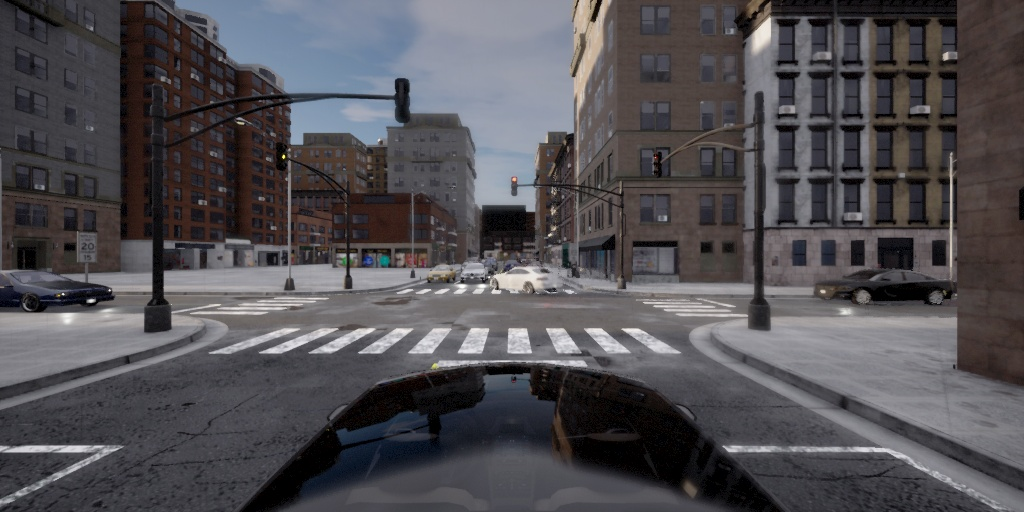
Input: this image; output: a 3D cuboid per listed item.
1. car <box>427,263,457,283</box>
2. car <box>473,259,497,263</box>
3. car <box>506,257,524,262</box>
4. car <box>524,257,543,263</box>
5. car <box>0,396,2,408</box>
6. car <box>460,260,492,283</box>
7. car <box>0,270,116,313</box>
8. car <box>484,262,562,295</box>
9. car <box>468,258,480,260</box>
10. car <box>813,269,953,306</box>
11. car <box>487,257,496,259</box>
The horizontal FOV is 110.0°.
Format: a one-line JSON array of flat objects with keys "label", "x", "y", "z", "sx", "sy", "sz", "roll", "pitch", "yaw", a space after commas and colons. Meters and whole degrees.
[{"label": "car", "x": -5.403, "y": 1.276, "z": 27.945, "sx": 1.751, "sy": 1.417, "sz": 4.829, "roll": 0, "pitch": 0, "yaw": 0}, {"label": "car", "x": -2.858, "y": 1.315, "z": 37.879, "sx": 1.994, "sy": 1.385, "sz": 4.181, "roll": 0, "pitch": 0, "yaw": 1}, {"label": "car", "x": 0.066, "y": 1.104, "z": 43.512, "sx": 2.097, "sy": 1.767, "sz": 4.553, "roll": 0, "pitch": 0, "yaw": 0}, {"label": "car", "x": 2.616, "y": 1.191, "z": 39.443, "sx": 1.967, "sy": 1.591, "sz": 4.097, "roll": 0, "pitch": 0, "yaw": 0}, {"label": "car", "x": -5.388, "y": 1.300, "z": 1.270, "sx": 2.007, "sy": 1.370, "sz": 4.403, "roll": 0, "pitch": 0, "yaw": 0}, {"label": "car", "x": -2.862, "y": 1.276, "z": 28.086, "sx": 1.812, "sy": 1.442, "sz": 4.674, "roll": 0, "pitch": 0, "yaw": 0}, {"label": "car", "x": -17.810, "y": 1.215, "z": 12.912, "sx": 5.357, "sy": 1.411, "sz": 2.033, "roll": 0, "pitch": 0, "yaw": 0}, {"label": "car", "x": 0.719, "y": 1.275, "z": 19.940, "sx": 1.812, "sy": 1.442, "sz": 4.674, "roll": -2, "pitch": 1, "yaw": -40}, {"label": "car", "x": -5.413, "y": 1.303, "z": 45.101, "sx": 2.007, "sy": 1.370, "sz": 4.403, "roll": 0, "pitch": 0, "yaw": 0}, {"label": "car", "x": 16.302, "y": 1.318, "z": 15.914, "sx": 5.008, "sy": 1.535, "sz": 1.882, "roll": 0, "pitch": 0, "yaw": 0}, {"label": "car", "x": -2.862, "y": 1.244, "z": 48.075, "sx": 2.128, "sy": 1.511, "sz": 4.902, "roll": 0, "pitch": 0, "yaw": 0}]
